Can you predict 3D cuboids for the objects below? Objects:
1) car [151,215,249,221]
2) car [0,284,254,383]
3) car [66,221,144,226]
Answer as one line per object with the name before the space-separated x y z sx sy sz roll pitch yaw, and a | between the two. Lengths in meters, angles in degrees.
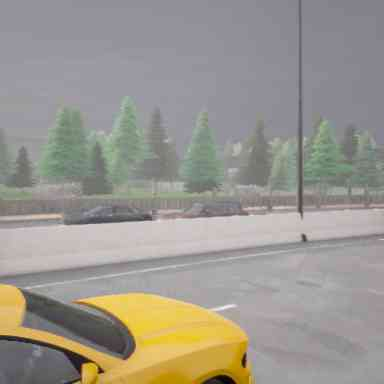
car | 0.626 1.225 16.411 4.553 1.767 2.097 -1 1 -29
car | -1.723 1.468 2.398 5.008 1.535 1.882 -1 0 -36
car | -4.512 1.396 17.469 4.892 1.490 1.837 -1 0 -31
